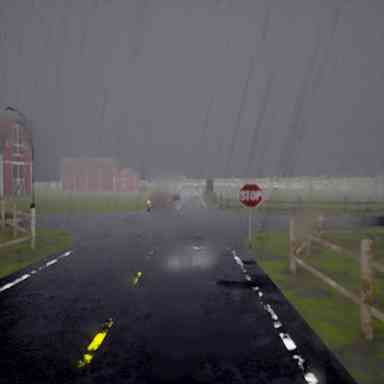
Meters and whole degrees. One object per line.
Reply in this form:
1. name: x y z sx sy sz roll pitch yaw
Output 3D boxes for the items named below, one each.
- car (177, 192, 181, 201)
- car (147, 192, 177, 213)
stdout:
1. car: -2.670 0.675 49.618 1.895 1.301 4.718 0 1 0
2. car: -2.701 0.776 29.189 2.097 1.767 4.553 0 1 0
